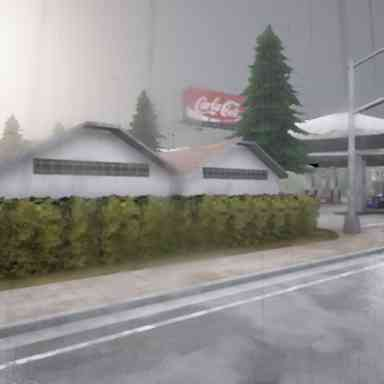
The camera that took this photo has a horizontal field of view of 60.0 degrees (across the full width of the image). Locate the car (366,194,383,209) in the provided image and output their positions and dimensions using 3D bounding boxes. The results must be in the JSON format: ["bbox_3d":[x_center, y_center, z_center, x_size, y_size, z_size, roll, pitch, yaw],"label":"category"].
[{"bbox_3d":[22.986,1.355,40.805,4.611,1.667,2.242,0,0,-36],"label":"car"}]
